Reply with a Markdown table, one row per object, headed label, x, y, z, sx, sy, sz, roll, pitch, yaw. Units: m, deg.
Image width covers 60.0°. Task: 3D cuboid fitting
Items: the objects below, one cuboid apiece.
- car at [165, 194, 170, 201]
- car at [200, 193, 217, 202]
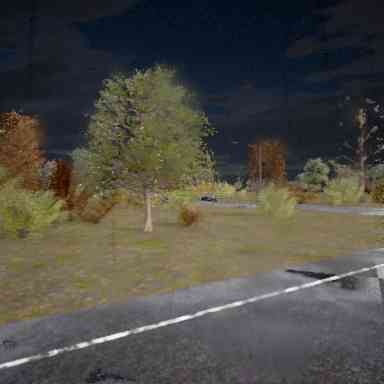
| label | x | y | z | sx | sy | sz | roll | pitch | yaw |
| --- | --- | --- | --- | --- | --- | --- | --- | --- | --- |
| car | -4.441 | 1.224 | 64.651 | 1.837 | 1.490 | 4.892 | 0 | 0 | -37 |
| car | 2.887 | 1.068 | 66.493 | 2.097 | 1.767 | 4.553 | 0 | 0 | -37 |
